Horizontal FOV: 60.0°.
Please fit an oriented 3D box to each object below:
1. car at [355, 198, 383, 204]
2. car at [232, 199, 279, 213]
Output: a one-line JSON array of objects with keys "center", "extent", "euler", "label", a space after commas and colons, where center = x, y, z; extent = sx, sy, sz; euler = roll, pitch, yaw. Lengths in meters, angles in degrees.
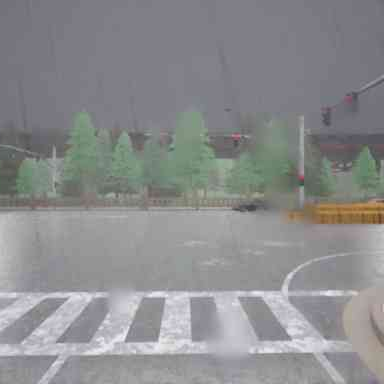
[{"center": [19.770, 1.450, 35.690], "extent": [5.008, 1.535, 1.882], "euler": [0, 0, -2], "label": "car"}, {"center": [6.734, 1.479, 35.296], "extent": [4.892, 1.490, 1.837], "euler": [0, 0, -2], "label": "car"}]
